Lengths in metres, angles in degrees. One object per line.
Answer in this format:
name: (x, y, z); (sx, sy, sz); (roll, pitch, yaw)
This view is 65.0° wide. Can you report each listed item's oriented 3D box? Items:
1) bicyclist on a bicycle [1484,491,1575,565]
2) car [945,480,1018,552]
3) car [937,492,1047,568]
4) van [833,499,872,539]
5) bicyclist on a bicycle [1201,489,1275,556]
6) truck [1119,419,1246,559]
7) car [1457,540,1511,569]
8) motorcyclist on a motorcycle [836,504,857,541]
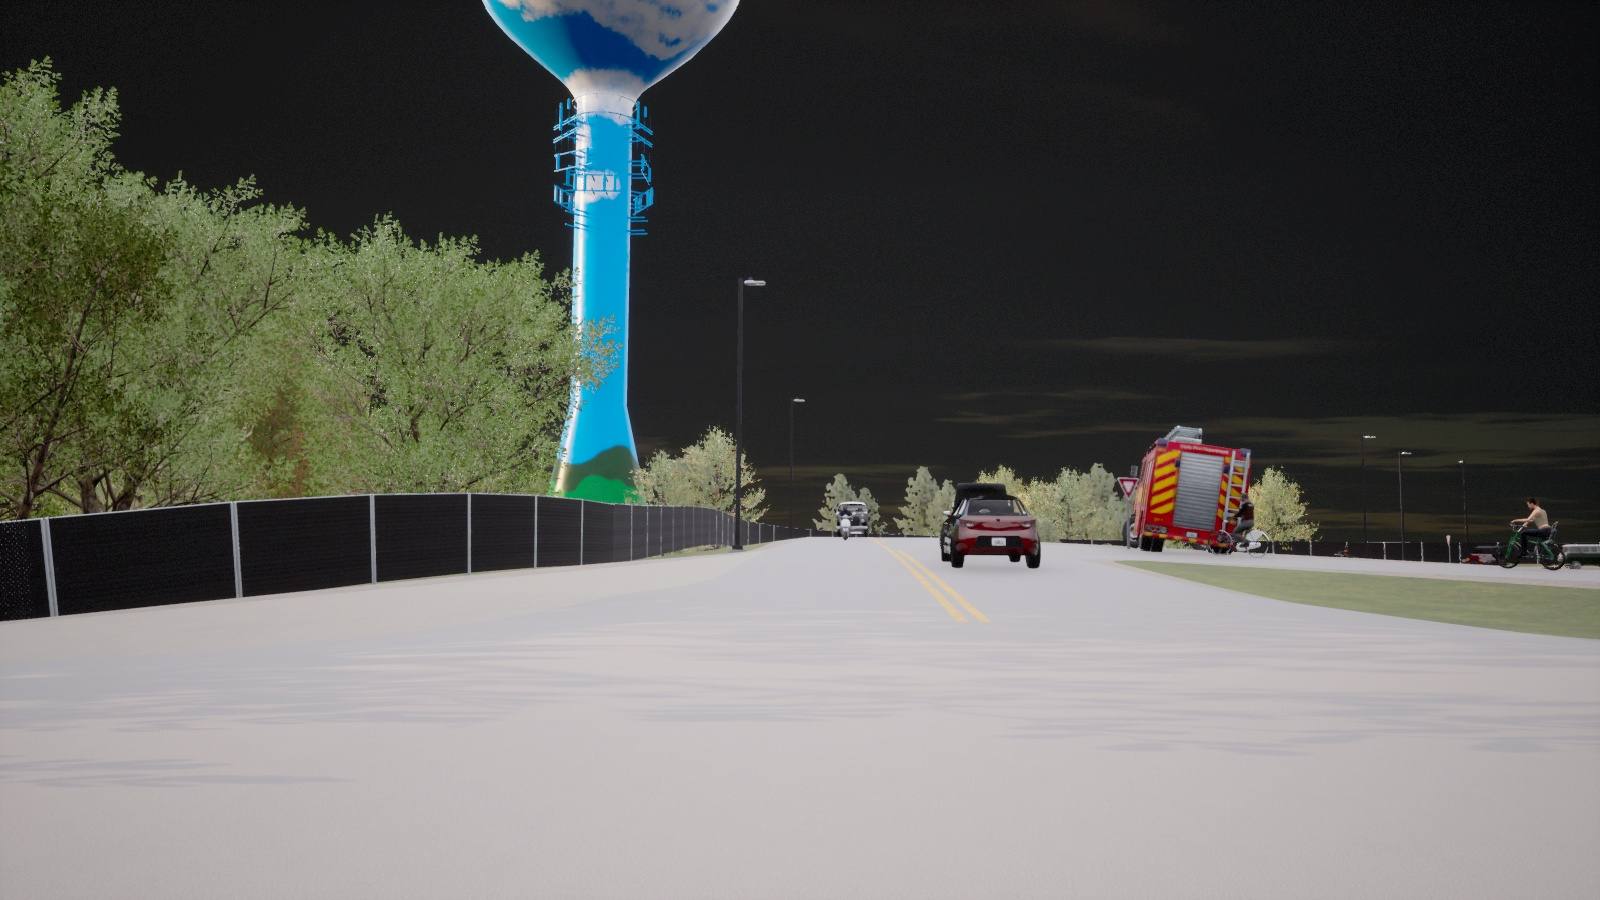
bicyclist on a bicycle: (16.300, 1.736, 28.084); (0.866, 1.612, 1.509); (3, -4, -35)
car: (5.041, 1.848, 35.059); (1.905, 1.878, 3.866); (0, -3, 8)
car: (3.936, 1.638, 26.340); (1.816, 1.474, 4.193); (0, -3, 2)
van: (3.048, 3.964, 71.599); (2.069, 2.038, 4.480); (0, -6, 4)
bicyclist on a bicycle: (12.000, 1.968, 34.455); (0.659, 1.776, 1.843); (3, -3, -39)
truck: (12.481, 1.399, 41.710); (2.891, 3.827, 8.468); (7, -2, 12)
car: (46.754, 7.137, 85.835); (3.866, 1.878, 1.905); (3, -5, -41)
motorcyclist on a motorcycle: (2.042, 3.194, 55.475); (0.866, 1.590, 1.817); (0, -3, 1)
